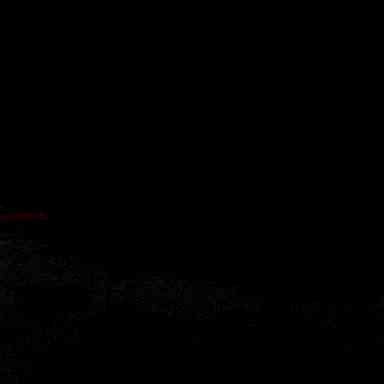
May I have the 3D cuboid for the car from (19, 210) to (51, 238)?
[{"bbox_3d":[-6.923,1.833,18.794,2.008,1.369,4.403,-1,-1,36],"label":"car"}]

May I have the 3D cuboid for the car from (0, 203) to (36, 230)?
[{"bbox_3d":[-12.195,1.639,21.657,2.097,1.767,4.553,0,-1,36],"label":"car"}]

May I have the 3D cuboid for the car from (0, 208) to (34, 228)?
[{"bbox_3d":[-13.842,1.881,23.774,1.802,1.307,4.206,-1,-1,36],"label":"car"}]
